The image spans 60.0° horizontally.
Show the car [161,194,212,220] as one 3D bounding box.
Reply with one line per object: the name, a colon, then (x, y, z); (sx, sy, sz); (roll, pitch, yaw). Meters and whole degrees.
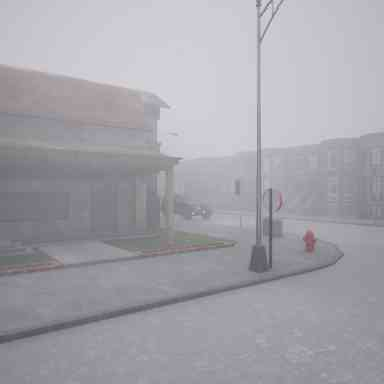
car: (-0.621, 1.221, 28.676); (2.150, 2.045, 5.566); (0, 0, -35)
